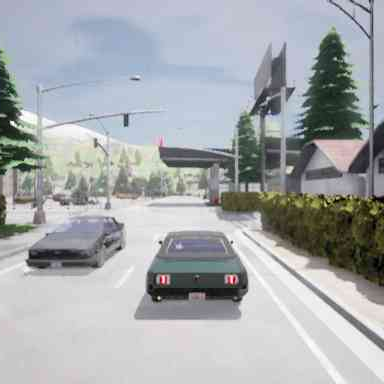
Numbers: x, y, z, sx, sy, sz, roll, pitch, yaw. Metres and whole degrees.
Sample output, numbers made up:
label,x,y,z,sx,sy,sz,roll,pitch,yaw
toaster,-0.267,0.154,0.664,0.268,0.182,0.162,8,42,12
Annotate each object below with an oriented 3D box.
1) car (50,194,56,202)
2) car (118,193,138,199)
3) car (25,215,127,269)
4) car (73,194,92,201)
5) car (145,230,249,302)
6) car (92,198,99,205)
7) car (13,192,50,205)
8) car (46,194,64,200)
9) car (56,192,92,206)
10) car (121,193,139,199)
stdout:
label,x,y,z,sx,sy,sz,roll,pitch,yaw
car,-23.988,1.146,63.046,4.514,1.523,2.007,0,0,0
car,-16.388,1.126,84.926,5.027,1.636,2.152,0,0,0
car,-3.537,1.520,11.363,2.033,1.411,5.357,0,0,0
car,-23.999,1.144,73.039,3.633,1.501,1.845,0,0,0
car,0.099,1.581,8.155,1.895,1.301,4.718,0,0,0
car,-16.154,1.239,50.670,3.806,1.475,1.970,0,0,0
car,-24.633,0.976,50.586,4.605,1.855,1.932,0,0,0
car,-35.054,1.180,84.974,3.806,1.475,1.970,0,0,0
car,-16.747,0.963,47.341,3.866,1.878,1.905,0,0,0
car,-16.457,1.128,88.063,4.514,1.523,2.007,0,0,0
